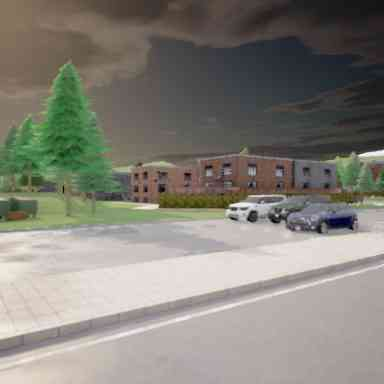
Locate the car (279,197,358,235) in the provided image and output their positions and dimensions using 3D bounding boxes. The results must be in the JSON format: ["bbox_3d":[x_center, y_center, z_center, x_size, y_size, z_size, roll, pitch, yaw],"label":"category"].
[{"bbox_3d":[7.497,1.356,19.074,4.553,1.767,2.097,0,0,-35],"label":"car"}]

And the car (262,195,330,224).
[{"bbox_3d":[7.862,1.212,23.599,5.566,2.045,2.150,0,0,-35],"label":"car"}]

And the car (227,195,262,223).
[{"bbox_3d":[5.287,1.231,26.068,5.566,2.045,2.150,0,0,-35],"label":"car"}]
